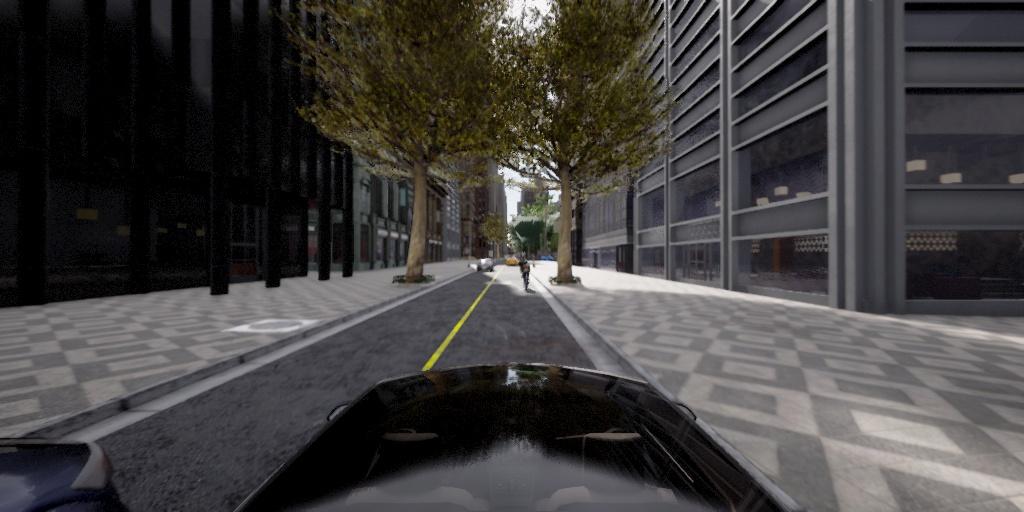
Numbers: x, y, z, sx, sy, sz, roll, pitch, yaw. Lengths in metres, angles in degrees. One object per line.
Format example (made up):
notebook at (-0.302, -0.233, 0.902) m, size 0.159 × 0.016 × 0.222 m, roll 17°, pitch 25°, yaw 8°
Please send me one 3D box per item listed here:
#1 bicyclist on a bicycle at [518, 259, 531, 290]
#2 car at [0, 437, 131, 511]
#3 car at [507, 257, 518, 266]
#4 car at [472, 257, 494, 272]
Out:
bicyclist on a bicycle at (0.820, 1.133, 20.401) m, size 0.582 × 1.620 × 1.656 m, roll 0°, pitch 0°, yaw 0°
car at (-3.100, 1.320, 0.210) m, size 1.994 × 1.385 × 4.181 m, roll 0°, pitch 0°, yaw 0°
car at (0.057, 1.025, 63.573) m, size 1.882 × 1.535 × 5.008 m, roll 0°, pitch 0°, yaw 0°
car at (-3.095, 1.097, 42.307) m, size 2.128 × 1.511 × 4.902 m, roll 0°, pitch 0°, yaw 0°
